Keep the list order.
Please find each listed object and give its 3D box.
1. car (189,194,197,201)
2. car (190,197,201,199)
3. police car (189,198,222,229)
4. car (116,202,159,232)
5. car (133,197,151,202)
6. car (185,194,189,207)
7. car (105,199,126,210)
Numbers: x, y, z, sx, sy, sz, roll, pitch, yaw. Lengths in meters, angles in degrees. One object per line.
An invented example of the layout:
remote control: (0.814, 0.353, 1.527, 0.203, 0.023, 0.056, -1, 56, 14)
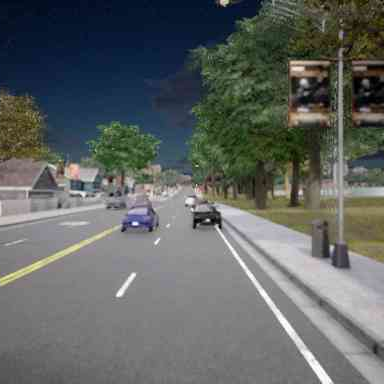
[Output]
car: (0.949, 1.421, 38.520, 2.097, 1.767, 4.553, 0, 0, 0)
car: (0.954, 1.568, 32.548, 1.837, 1.490, 4.892, 0, 0, 0)
police car: (0.961, 1.495, 22.657, 1.930, 1.638, 5.238, 0, 0, 0)
car: (-3.161, 1.598, 20.809, 1.812, 1.442, 4.674, 0, 0, 0)
car: (-6.611, 1.439, 43.950, 2.097, 1.767, 4.553, 0, 0, 0)
car: (-0.037, 1.392, 55.916, 2.150, 2.045, 5.566, 0, -1, 0)
car: (-9.862, 1.636, 43.851, 2.033, 1.411, 5.357, 0, 0, 0)
